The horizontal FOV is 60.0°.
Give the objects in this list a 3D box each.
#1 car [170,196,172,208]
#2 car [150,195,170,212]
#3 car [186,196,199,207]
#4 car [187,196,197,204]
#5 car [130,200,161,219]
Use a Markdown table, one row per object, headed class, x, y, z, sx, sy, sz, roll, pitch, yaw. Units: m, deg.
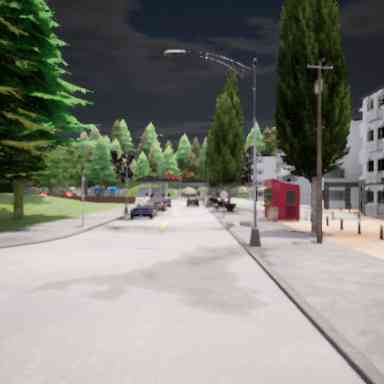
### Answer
| class | x | y | z | sx | sy | sz | roll | pitch | yaw |
| --- | --- | --- | --- | --- | --- | --- | --- | --- | --- |
| car | -4.036 | 1.545 | 48.641 | 1.994 | 1.385 | 4.181 | 0 | 0 | 1 |
| car | -4.081 | 1.337 | 38.684 | 2.097 | 1.767 | 4.553 | 0 | 0 | 0 |
| car | 0.129 | 1.457 | 51.739 | 1.882 | 1.535 | 5.008 | 0 | 0 | 0 |
| car | 0.058 | 1.501 | 62.043 | 1.812 | 1.442 | 4.674 | 0 | 0 | 0 |
| car | -4.096 | 1.589 | 28.791 | 1.895 | 1.301 | 4.718 | 0 | 0 | 0 |
